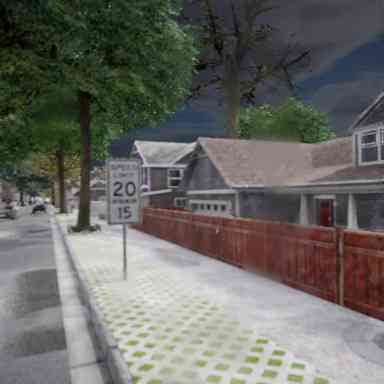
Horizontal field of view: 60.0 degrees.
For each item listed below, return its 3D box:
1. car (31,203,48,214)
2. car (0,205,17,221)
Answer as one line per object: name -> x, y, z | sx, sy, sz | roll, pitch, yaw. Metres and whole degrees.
car -> -21.863, 2.322, 47.732 | 1.837, 1.490, 4.892 | -1, -1, -23
car -> -18.870, 2.095, 33.590 | 1.837, 1.490, 4.892 | -1, -1, -23
